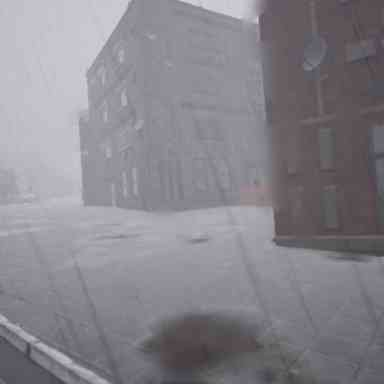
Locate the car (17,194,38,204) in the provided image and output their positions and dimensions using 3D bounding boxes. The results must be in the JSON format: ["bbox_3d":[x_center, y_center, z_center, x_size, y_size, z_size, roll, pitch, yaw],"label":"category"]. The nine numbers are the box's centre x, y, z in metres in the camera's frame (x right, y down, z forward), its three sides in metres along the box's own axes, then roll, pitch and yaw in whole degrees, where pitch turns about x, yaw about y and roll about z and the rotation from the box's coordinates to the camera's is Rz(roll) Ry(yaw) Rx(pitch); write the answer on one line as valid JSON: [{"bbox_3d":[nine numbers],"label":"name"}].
[{"bbox_3d":[-28.477,1.131,57.736,1.812,1.442,4.674,-4,3,1],"label":"car"}]
